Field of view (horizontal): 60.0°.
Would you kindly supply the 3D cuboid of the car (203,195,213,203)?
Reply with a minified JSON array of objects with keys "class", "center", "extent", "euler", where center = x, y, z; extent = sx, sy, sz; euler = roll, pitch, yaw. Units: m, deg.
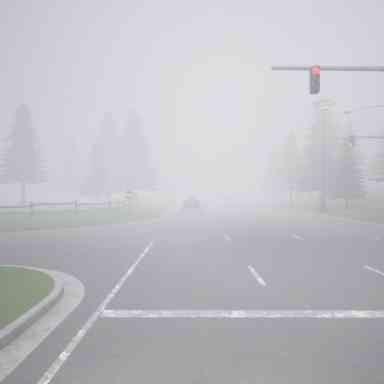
[{"class":"car","center":[3.430,1.545,70.777],"extent":[1.994,1.385,4.181],"euler":[0,0,0]}]

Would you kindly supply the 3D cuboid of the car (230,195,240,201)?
[{"class":"car","center":[10.420,1.385,80.787],"extent":[1.994,1.385,4.181],"euler":[0,0,0]}]

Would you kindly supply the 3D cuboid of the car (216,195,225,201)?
[{"class":"car","center":[6.920,1.385,80.783],"extent":[1.994,1.385,4.181],"euler":[0,0,0]}]

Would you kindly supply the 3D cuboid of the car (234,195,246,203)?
[{"class":"car","center":[10.430,1.517,70.784],"extent":[1.812,1.442,4.674],"euler":[0,0,0]}]

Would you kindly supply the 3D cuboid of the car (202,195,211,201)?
[{"class":"car","center":[3.420,1.428,80.810],"extent":[1.895,1.301,4.718],"euler":[0,0,0]}]

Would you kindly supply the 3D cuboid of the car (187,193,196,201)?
[{"class":"car","center":[-0.080,1.188,80.746],"extent":[2.097,1.767,4.553],"euler":[0,0,0]}]

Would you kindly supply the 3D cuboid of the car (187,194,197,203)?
[{"class":"car","center":[-0.070,1.348,70.743],"extent":[2.097,1.767,4.553],"euler":[0,0,0]}]

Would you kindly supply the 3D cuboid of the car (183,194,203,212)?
[{"class":"car","center":[-0.039,1.352,39.706],"extent":[2.097,1.767,4.553],"euler":[0,0,0]}]

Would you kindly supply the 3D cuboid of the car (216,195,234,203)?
[{"class":"car","center":[6.930,1.531,70.364],"extent":[2.033,1.411,5.357],"euler":[0,0,0]}]
